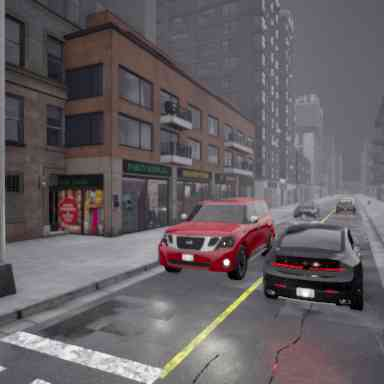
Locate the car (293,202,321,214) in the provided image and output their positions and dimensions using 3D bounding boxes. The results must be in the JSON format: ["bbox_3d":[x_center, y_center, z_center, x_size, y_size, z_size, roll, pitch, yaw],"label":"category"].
[{"bbox_3d":[10.132,1.554,29.040,2.033,1.411,5.357,0,0,26],"label":"car"}]

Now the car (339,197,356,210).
[{"bbox_3d":[20.699,1.459,44.248,1.882,1.535,5.008,0,0,26],"label":"car"}]

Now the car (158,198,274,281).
[{"bbox_3d":[1.102,1.235,10.521,2.150,2.045,5.566,0,0,26],"label":"car"}]

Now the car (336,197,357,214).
[{"bbox_3d":[16.173,1.481,34.852,2.128,1.511,4.902,0,0,27],"label":"car"}]

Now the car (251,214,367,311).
[{"bbox_3d":[3.034,1.505,7.974,1.837,1.490,4.892,0,0,26],"label":"car"}]
